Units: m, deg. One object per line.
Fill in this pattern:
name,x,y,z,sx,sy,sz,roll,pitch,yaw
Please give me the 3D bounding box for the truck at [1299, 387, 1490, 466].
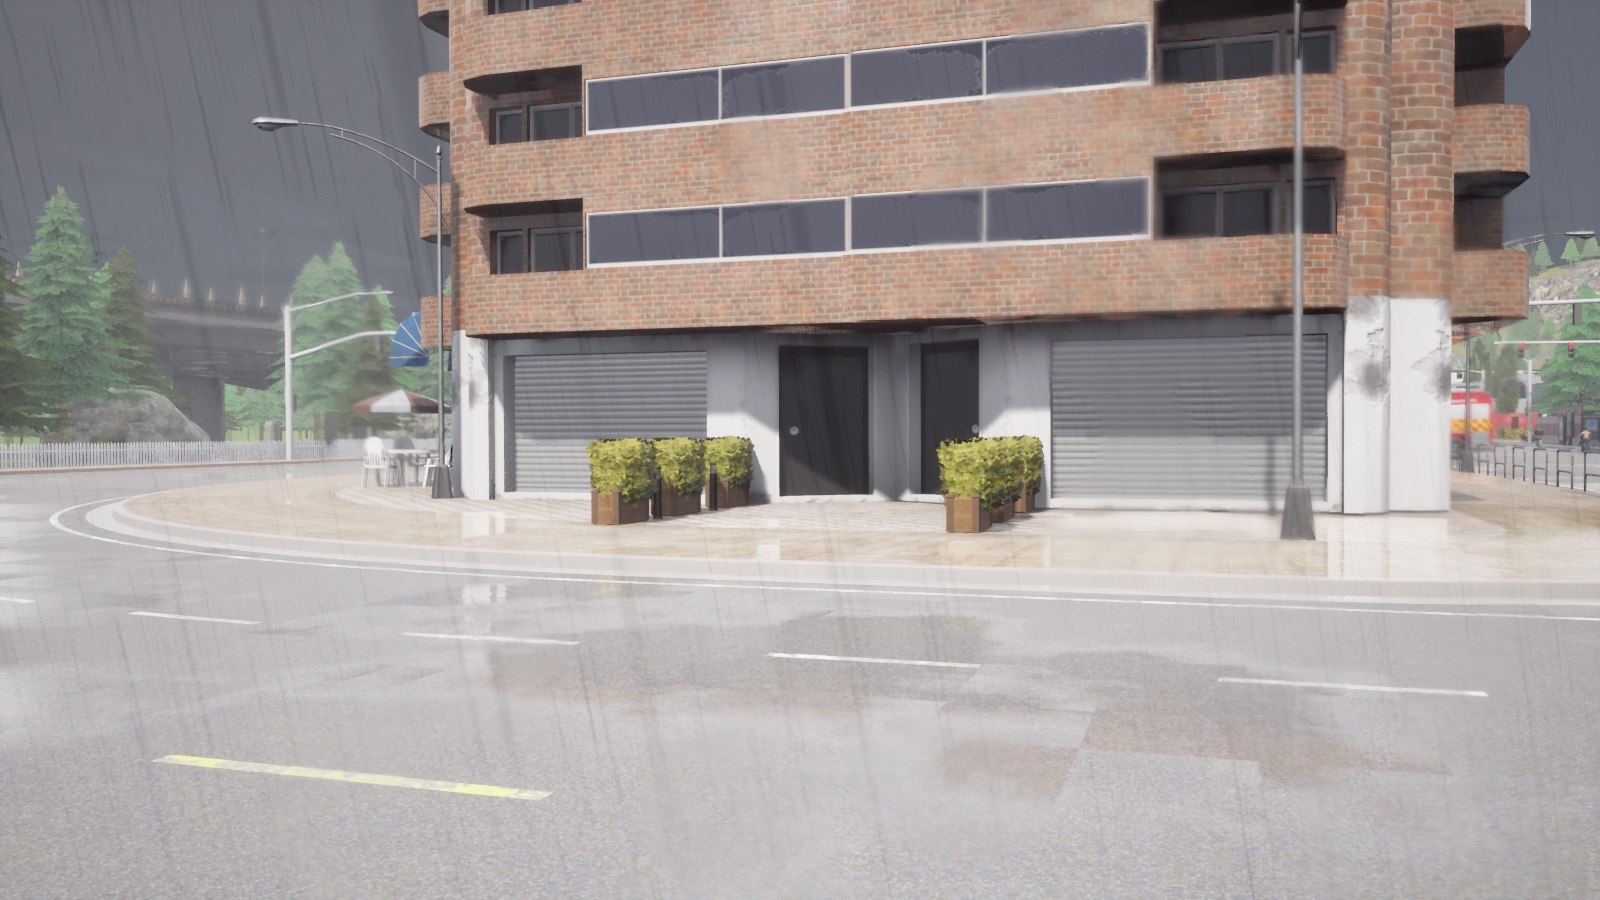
truck,30.041,-1.193,63.874,8.468,3.827,2.891,1,1,19
